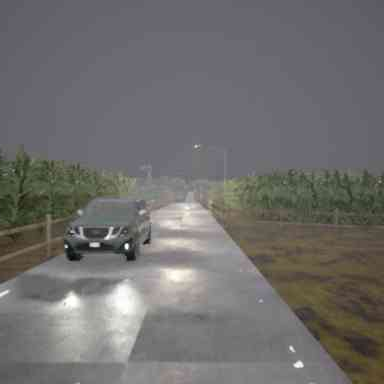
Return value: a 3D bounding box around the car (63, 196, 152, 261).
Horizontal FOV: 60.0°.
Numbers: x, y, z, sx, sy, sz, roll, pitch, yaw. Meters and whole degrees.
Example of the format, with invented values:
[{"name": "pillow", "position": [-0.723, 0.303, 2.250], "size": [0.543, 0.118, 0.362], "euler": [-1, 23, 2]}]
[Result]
[{"name": "car", "position": [-2.820, 1.192, 12.458], "size": [2.150, 2.045, 5.566], "euler": [0, 0, 0]}]
